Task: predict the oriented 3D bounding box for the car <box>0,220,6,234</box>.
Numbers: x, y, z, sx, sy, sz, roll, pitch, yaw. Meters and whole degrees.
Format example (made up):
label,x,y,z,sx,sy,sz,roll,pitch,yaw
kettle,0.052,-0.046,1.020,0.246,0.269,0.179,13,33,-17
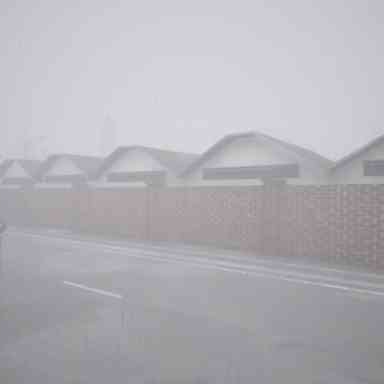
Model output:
label,x,y,z,sx,sy,sz,roll,pitch,yaw
car,-11.108,1.584,16.214,4.718,1.301,1.895,0,0,36
